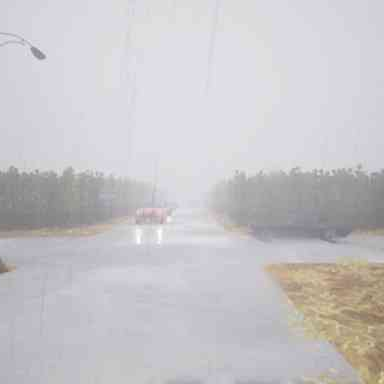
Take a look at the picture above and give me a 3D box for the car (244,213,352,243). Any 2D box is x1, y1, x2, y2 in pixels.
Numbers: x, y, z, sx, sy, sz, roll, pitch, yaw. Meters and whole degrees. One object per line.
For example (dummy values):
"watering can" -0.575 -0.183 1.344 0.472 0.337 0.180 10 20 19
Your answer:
"car" 4.922 1.694 15.986 4.718 1.301 1.895 0 -1 0

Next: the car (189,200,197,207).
"car" 0.215 2.346 69.467 2.033 1.411 5.357 0 -1 0

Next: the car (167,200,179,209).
"car" -3.080 2.032 54.538 1.812 1.442 4.674 0 -2 0

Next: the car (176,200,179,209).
"car" -3.115 1.811 44.259 1.994 1.385 4.181 0 -1 0

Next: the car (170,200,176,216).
"car" -3.138 1.548 35.227 2.097 1.767 4.553 0 0 0

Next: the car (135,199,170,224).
"car" -3.154 1.510 26.457 2.097 1.767 4.553 0 -1 0
